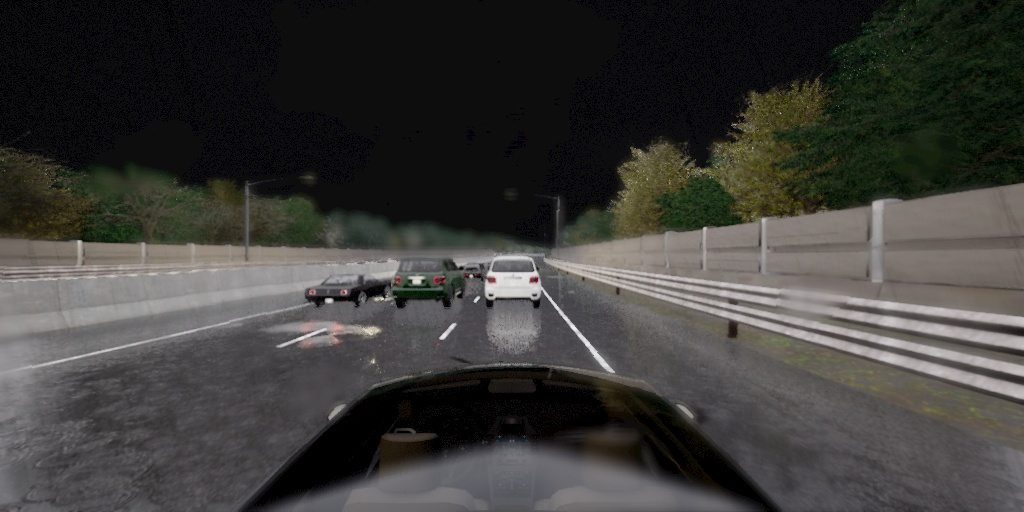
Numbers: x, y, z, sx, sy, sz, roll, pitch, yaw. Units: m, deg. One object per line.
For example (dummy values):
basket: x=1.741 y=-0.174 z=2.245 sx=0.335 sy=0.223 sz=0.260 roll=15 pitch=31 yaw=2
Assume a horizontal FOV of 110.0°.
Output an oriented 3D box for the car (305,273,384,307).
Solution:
car: x=-6.937 y=1.418 z=15.885 sx=1.895 sy=1.301 sz=4.718 roll=0 pitch=0 yaw=1

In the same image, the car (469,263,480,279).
car: x=-3.179 y=1.334 z=30.918 sx=1.837 sy=1.490 sz=4.892 roll=0 pitch=0 yaw=2

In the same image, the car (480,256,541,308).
car: x=0.060 y=1.033 z=15.710 sx=2.150 sy=2.045 sz=5.566 roll=0 pitch=0 yaw=1

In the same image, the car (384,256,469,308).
car: x=-3.439 y=1.033 z=15.747 sx=2.150 sy=2.045 sz=5.566 roll=0 pitch=0 yaw=1
